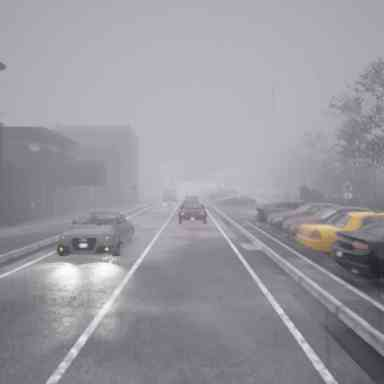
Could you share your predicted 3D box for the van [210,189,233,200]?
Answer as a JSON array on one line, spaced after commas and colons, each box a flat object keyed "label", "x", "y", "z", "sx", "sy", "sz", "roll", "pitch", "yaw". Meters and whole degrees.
[{"label": "van", "x": 5.731, "y": 0.473, "z": 64.920, "sx": 4.442, "sy": 1.987, "sz": 1.878, "roll": 0, "pitch": 1, "yaw": 0}]

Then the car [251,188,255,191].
[{"label": "car", "x": 18.892, "y": 0.339, "z": 87.229, "sx": 5.008, "sy": 1.535, "sz": 2.097, "roll": 0, "pitch": 1, "yaw": 0}]

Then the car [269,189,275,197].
[{"label": "car", "x": 18.894, "y": 0.684, "z": 67.737, "sx": 4.792, "sy": 1.488, "sz": 2.163, "roll": 0, "pitch": 1, "yaw": 0}]

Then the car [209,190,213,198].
[{"label": "car", "x": 5.853, "y": 0.830, "z": 56.576, "sx": 4.892, "sy": 1.521, "sz": 2.231, "roll": 0, "pitch": 1, "yaw": 0}]

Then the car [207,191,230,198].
[{"label": "car", "x": 5.843, "y": 0.569, "z": 73.273, "sx": 4.892, "sy": 1.521, "sz": 2.231, "roll": 0, "pitch": 1, "yaw": 0}]

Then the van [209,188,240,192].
[{"label": "van", "x": 5.739, "y": 0.558, "z": 59.479, "sx": 4.442, "sy": 1.987, "sz": 1.878, "roll": 0, "pitch": 1, "yaw": 0}]

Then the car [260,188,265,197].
[{"label": "car", "x": 18.919, "y": 0.524, "z": 76.090, "sx": 4.892, "sy": 1.521, "sz": 2.231, "roll": 0, "pitch": 1, "yaw": 0}]

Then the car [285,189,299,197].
[{"label": "car", "x": 18.908, "y": 0.702, "z": 56.596, "sx": 4.553, "sy": 1.767, "sz": 2.185, "roll": 0, "pitch": 1, "yaw": 0}]

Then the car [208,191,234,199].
[{"label": "car", "x": 6.026, "y": 0.608, "z": 70.490, "sx": 5.366, "sy": 1.575, "sz": 1.946, "roll": 0, "pitch": 1, "yaw": 0}]

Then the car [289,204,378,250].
[{"label": "car", "x": 6.276, "y": 1.320, "z": 10.991, "sx": 5.366, "sy": 1.575, "sz": 1.946, "roll": 0, "pitch": 1, "yaw": 0}]

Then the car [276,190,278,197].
[{"label": "car", "x": 19.117, "y": 0.737, "z": 62.292, "sx": 5.366, "sy": 1.575, "sz": 1.946, "roll": 0, "pitch": 1, "yaw": 0}]

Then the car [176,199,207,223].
[{"label": "car", "x": 0.032, "y": 1.374, "z": 23.216, "sx": 1.895, "sy": 1.301, "sz": 4.718, "roll": 0, "pitch": 1, "yaw": 0}]

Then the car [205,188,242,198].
[{"label": "car", "x": 5.824, "y": 0.491, "z": 62.137, "sx": 5.566, "sy": 2.045, "sz": 2.435, "roll": 0, "pitch": 1, "yaw": 0}]

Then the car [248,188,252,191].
[{"label": "car", "x": 18.858, "y": 0.119, "z": 92.796, "sx": 4.553, "sy": 1.767, "sz": 2.185, "roll": 0, "pitch": 1, "yaw": 0}]

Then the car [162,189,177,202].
[{"label": "car", "x": -3.535, "y": 0.568, "z": 53.377, "sx": 2.150, "sy": 2.045, "sz": 5.566, "roll": 0, "pitch": 1, "yaw": 0}]

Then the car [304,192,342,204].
[{"label": "car", "x": 18.982, "y": 0.830, "z": 48.367, "sx": 4.553, "sy": 1.767, "sz": 2.185, "roll": 0, "pitch": 1, "yaw": 0}]

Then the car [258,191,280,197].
[{"label": "car", "x": 18.910, "y": 0.431, "z": 81.660, "sx": 5.008, "sy": 1.535, "sz": 2.097, "roll": 0, "pitch": 1, "yaw": 0}]

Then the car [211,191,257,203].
[{"label": "car", "x": 5.689, "y": 0.998, "z": 45.444, "sx": 5.366, "sy": 1.575, "sz": 1.946, "roll": 0, "pitch": 1, "yaw": 0}]

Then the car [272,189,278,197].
[{"label": "car", "x": 18.933, "y": 0.698, "z": 64.951, "sx": 5.008, "sy": 1.535, "sz": 2.097, "roll": 0, "pitch": 1, "yaw": 0}]

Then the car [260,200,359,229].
[{"label": "car", "x": 6.100, "y": 1.287, "z": 16.642, "sx": 4.674, "sy": 1.452, "sz": 2.002, "roll": 0, "pitch": 1, "yaw": 0}]

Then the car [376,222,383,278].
[{"label": "car", "x": 6.088, "y": 1.400, "z": 5.340, "sx": 5.008, "sy": 1.535, "sz": 2.097, "roll": 0, "pitch": 1, "yaw": 0}]

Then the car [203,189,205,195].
[{"label": "car", "x": 5.792, "y": 0.416, "z": 84.405, "sx": 4.792, "sy": 1.488, "sz": 2.163, "roll": 0, "pitch": 1, "yaw": 0}]

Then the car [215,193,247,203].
[{"label": "car", "x": 5.870, "y": 0.955, "z": 51.010, "sx": 4.674, "sy": 1.452, "sz": 2.002, "roll": 0, "pitch": 1, "yaw": 0}]

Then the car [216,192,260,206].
[{"label": "car", "x": 5.894, "y": 1.082, "z": 42.803, "sx": 4.674, "sy": 1.452, "sz": 2.002, "roll": 1, "pitch": 1, "yaw": 0}]

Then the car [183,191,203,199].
[{"label": "car", "x": -0.057, "y": 1.012, "z": 41.715, "sx": 2.128, "sy": 1.511, "sz": 4.902, "roll": 0, "pitch": 1, "yaw": 0}]

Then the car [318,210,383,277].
[{"label": "car", "x": 6.081, "y": 1.362, "z": 8.165, "sx": 5.008, "sy": 1.535, "sz": 2.097, "roll": 0, "pitch": 1, "yaw": 0}]

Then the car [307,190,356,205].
[{"label": "car", "x": 18.983, "y": 0.749, "z": 45.455, "sx": 5.566, "sy": 2.045, "sz": 2.435, "roll": 0, "pitch": 1, "yaw": 0}]

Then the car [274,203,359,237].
[{"label": "car", "x": 6.096, "y": 1.325, "z": 13.817, "sx": 4.674, "sy": 1.452, "sz": 2.002, "roll": 0, "pitch": 1, "yaw": 0}]

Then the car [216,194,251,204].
[{"label": "car", "x": 5.900, "y": 0.987, "z": 48.227, "sx": 4.792, "sy": 1.488, "sz": 2.163, "roll": 0, "pitch": 1, "yaw": 0}]

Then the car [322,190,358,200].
[{"label": "car", "x": 18.927, "y": 0.918, "z": 42.672, "sx": 4.553, "sy": 1.767, "sz": 2.185, "roll": 0, "pitch": 1, "yaw": 0}]

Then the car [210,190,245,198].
[{"label": "car", "x": 5.834, "y": 0.901, "z": 53.793, "sx": 4.792, "sy": 1.488, "sz": 2.163, "roll": 0, "pitch": 1, "yaw": 0}]

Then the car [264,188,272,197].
[{"label": "car", "x": 18.948, "y": 0.441, "z": 73.303, "sx": 4.553, "sy": 1.767, "sz": 2.185, "roll": 0, "pitch": 1, "yaw": 0}]

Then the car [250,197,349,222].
[{"label": "car", "x": 6.130, "y": 1.238, "z": 19.469, "sx": 4.792, "sy": 1.488, "sz": 2.163, "roll": 0, "pitch": 1, "yaw": 0}]

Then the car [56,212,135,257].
[{"label": "car", "x": -3.375, "y": 1.448, "z": 12.334, "sx": 1.994, "sy": 1.385, "sz": 4.181, "roll": 0, "pitch": 1, "yaw": 0}]

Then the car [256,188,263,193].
[{"label": "car", "x": 18.881, "y": 0.226, "z": 78.869, "sx": 5.566, "sy": 2.045, "sz": 2.435, "roll": 0, "pitch": 1, "yaw": 0}]

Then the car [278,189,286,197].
[{"label": "car", "x": 18.964, "y": 0.532, "z": 59.503, "sx": 5.566, "sy": 2.045, "sz": 2.435, "roll": 0, "pitch": 1, "yaw": 0}]

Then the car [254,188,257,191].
[{"label": "car", "x": 18.869, "y": 0.260, "z": 84.443, "sx": 4.553, "sy": 1.767, "sz": 2.185, "roll": 0, "pitch": 1, "yaw": 0}]
